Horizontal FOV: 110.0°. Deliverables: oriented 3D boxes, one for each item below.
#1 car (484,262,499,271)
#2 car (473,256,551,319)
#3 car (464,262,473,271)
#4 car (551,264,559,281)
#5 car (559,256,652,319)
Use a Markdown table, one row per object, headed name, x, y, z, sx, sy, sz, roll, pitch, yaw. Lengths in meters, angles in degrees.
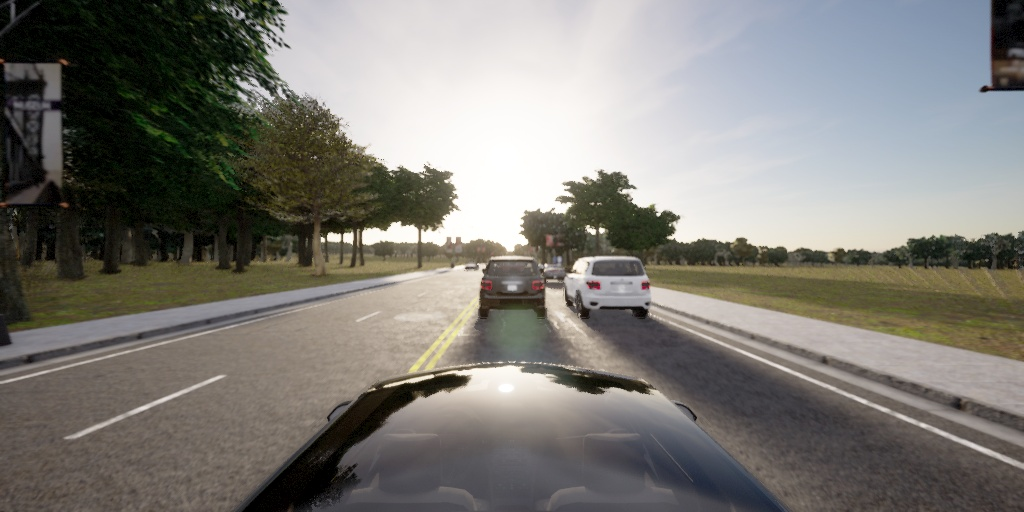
| name | x | y | z | sx | sy | sz | roll | pitch | yaw |
| --- | --- | --- | --- | --- | --- | --- | --- | --- | --- |
| car | -3.310 | 1.653 | 58.826 | 2.033 | 1.411 | 5.357 | 0 | 0 | 1 |
| car | 0.032 | 1.037 | 13.293 | 2.150 | 2.045 | 5.566 | 0 | 0 | 1 |
| car | -6.560 | 1.653 | 58.825 | 2.033 | 1.411 | 5.357 | 0 | 0 | 1 |
| car | 3.293 | 1.404 | 29.413 | 2.128 | 1.511 | 4.902 | 0 | 0 | 1 |
| car | 3.282 | 1.037 | 13.306 | 2.150 | 2.045 | 5.566 | 0 | 0 | 1 |
